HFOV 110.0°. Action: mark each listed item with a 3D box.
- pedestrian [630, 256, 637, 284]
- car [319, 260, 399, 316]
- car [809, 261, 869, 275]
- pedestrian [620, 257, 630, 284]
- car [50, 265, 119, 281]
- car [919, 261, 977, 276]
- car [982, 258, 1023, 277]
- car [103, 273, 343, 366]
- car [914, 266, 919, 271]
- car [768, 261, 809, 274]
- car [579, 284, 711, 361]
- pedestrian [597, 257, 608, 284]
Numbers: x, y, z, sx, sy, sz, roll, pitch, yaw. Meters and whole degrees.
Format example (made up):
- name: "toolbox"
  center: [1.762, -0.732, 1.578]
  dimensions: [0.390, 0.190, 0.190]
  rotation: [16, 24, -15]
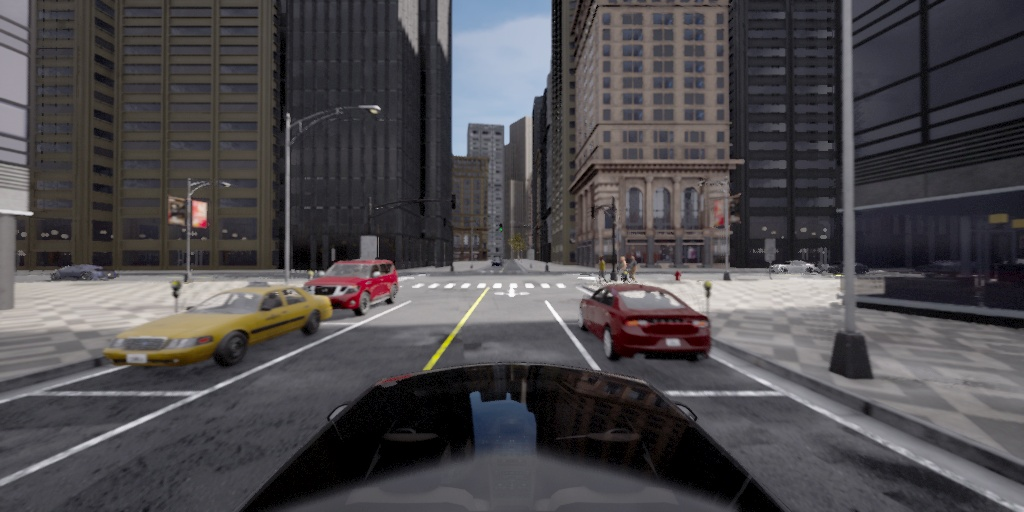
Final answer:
- name: "pedestrian"
  center: [7.794, 0.856, 22.910]
  dimensions: [0.375, 1.860, 0.375]
  rotation: [0, 0, 0]
- name: "car"
  center: [-5.860, 1.076, 13.634]
  dimensions: [2.192, 1.841, 5.009]
  rotation: [0, 0, 0]
- name: "car"
  center: [34.420, 1.235, 37.468]
  dimensions: [4.674, 1.442, 1.812]
  rotation: [0, -1, 0]
- name: "pedestrian"
  center: [6.946, 0.899, 22.309]
  dimensions: [0.375, 1.860, 0.375]
  rotation: [0, 0, 0]
- name: "car"
  center: [-36.533, 1.439, 30.742]
  dimensions: [4.181, 1.385, 1.994]
  rotation: [0, 0, 0]
- name: "car"
  center: [42.818, 1.212, 34.109]
  dimensions: [5.357, 1.411, 2.033]
  rotation: [0, 0, 1]
- name: "car"
  center: [43.888, 0.988, 30.853]
  dimensions: [4.553, 1.767, 2.097]
  rotation: [0, -1, 0]
- name: "car"
  center: [-5.859, 1.280, 8.004]
  dimensions: [1.751, 1.417, 4.829]
  rotation: [0, 0, 0]
- name: "car"
  center: [49.181, 1.265, 40.650]
  dimensions: [5.357, 1.411, 2.033]
  rotation: [0, 0, 0]
- name: "car"
  center: [31.754, 1.269, 40.720]
  dimensions: [4.674, 1.442, 1.812]
  rotation: [0, -1, 0]
- name: "car"
  center: [2.666, 1.300, 8.174]
  dimensions: [1.888, 1.381, 4.507]
  rotation: [0, 0, 0]
- name: "pedestrian"
  center: [5.941, 0.912, 23.509]
  dimensions: [0.375, 1.860, 0.375]
  rotation: [0, 0, 0]
